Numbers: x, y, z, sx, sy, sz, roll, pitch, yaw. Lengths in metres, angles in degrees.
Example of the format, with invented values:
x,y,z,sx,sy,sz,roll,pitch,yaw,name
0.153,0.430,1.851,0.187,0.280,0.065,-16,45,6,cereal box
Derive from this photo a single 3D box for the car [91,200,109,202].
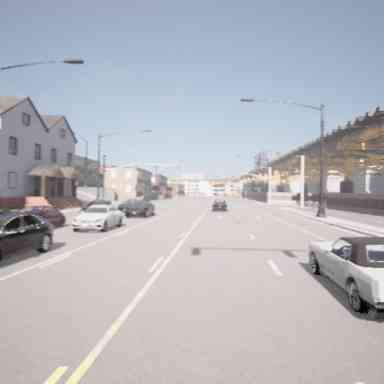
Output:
x,y,z,sx,sy,sz,roll,pitch,yaw,name
-8.220,1.470,29.610,1.837,1.490,4.892,1,0,5,car

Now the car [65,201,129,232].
x,y,z,sx,sy,sz,roll,pitch,yaw,name
-5.517,1.503,20.015,1.812,1.442,4.674,1,0,5,car

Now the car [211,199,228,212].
x,y,z,sx,sy,sz,roll,pitch,yaw,name
3.487,1.639,41.714,2.128,1.511,4.902,1,0,5,car

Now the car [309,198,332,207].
x,y,z,sx,sy,sz,roll,pitch,yaw,name
24.802,1.934,63.952,4.974,1.542,2.038,1,0,-42,car

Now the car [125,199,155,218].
x,y,z,sx,sy,sz,roll,pitch,yaw,name
-4.637,1.492,30.455,1.882,1.535,5.008,1,0,5,car

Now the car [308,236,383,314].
x,y,z,sx,sy,sz,roll,pitch,yaw,name
4.122,1.674,7.638,1.895,1.301,4.718,1,0,5,car

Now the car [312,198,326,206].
x,y,z,sx,sy,sz,roll,pitch,yaw,name
24.455,1.761,59.316,1.853,1.218,4.536,1,0,-32,car

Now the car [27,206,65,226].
x,y,z,sx,sy,sz,roll,pitch,yaw,name
-9.079,1.493,19.411,1.994,1.385,4.181,1,0,6,car

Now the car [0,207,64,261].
x,y,z,sx,sy,sz,roll,pitch,yaw,name
-6.301,1.449,10.808,1.837,1.490,4.892,1,0,5,car

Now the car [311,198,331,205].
x,y,z,sx,sy,sz,roll,pitch,yaw,name
24.843,1.777,63.987,4.536,1.218,1.853,1,0,-42,car

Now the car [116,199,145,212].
x,y,z,sx,sy,sz,roll,pitch,yaw,name
-7.290,1.550,40.125,2.033,1.411,5.357,1,0,5,car

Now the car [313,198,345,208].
x,y,z,sx,sy,sz,roll,pitch,yaw,name
24.426,1.918,59.359,2.038,1.542,4.974,1,0,-32,car
